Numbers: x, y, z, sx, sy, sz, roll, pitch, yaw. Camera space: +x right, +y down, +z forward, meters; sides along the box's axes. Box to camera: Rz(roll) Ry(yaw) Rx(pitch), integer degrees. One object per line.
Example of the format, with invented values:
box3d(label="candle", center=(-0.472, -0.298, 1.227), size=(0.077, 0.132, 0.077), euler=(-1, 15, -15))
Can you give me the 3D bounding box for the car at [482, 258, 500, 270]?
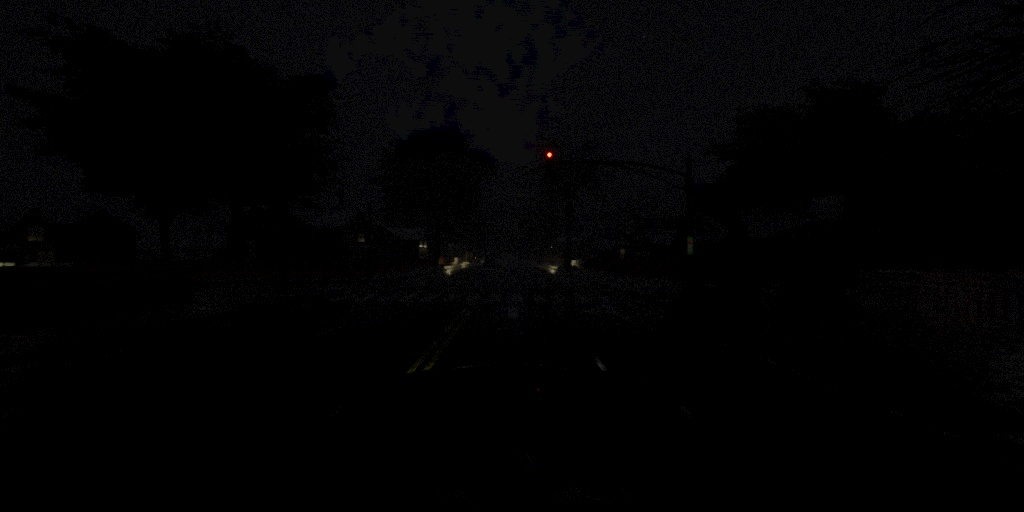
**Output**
box3d(label="car", center=(-3.251, 1.265, 52.531), size=(2.033, 1.411, 5.357), euler=(0, 0, 0))
